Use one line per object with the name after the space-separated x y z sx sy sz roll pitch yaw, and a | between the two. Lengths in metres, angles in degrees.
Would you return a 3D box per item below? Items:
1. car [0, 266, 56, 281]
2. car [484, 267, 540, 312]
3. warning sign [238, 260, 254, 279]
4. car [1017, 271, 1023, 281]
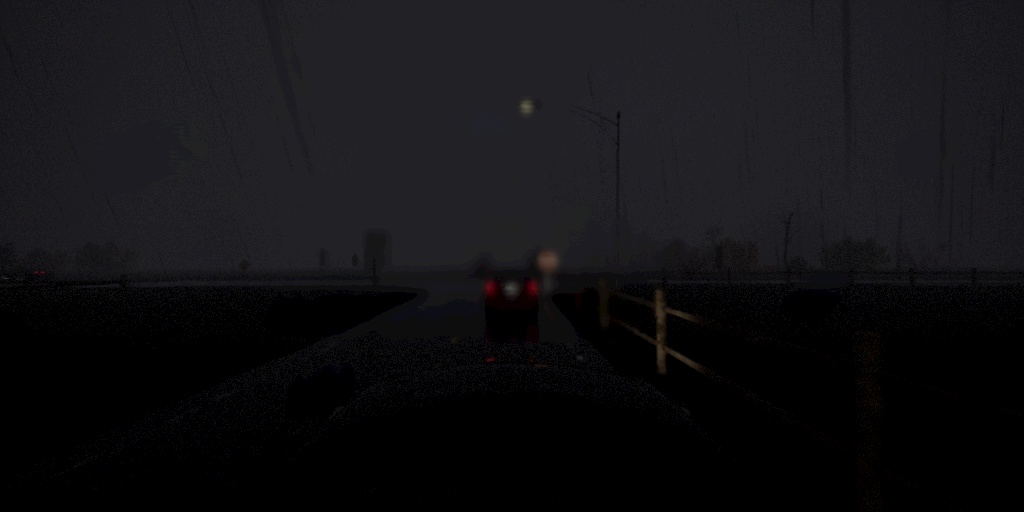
-43.748 1.673 31.816 4.902 1.511 2.128 0 -1 1 | car
0.009 1.242 15.176 2.097 1.767 4.553 0 -1 1 | car
-25.422 1.264 34.113 1.060 1.860 1.300 0 0 0 | warning sign
47.404 1.578 31.182 4.718 1.301 1.895 0 -1 1 | car
